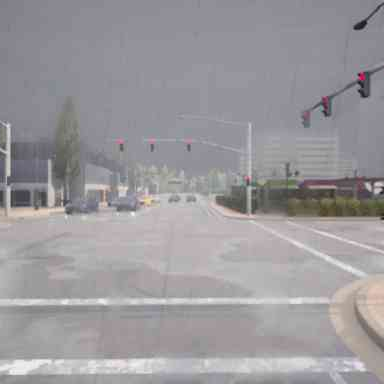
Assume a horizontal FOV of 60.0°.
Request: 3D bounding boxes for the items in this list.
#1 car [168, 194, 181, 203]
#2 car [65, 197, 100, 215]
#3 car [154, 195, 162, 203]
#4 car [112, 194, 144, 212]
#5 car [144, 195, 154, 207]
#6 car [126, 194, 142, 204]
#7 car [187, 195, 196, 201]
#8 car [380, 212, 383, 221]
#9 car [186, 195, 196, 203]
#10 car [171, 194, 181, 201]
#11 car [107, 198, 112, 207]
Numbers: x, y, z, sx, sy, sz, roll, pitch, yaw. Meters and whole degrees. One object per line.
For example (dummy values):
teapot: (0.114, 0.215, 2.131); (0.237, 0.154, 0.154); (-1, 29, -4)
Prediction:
car: (-3.626, 1.363, 65.125); (2.033, 1.411, 5.357); (0, 0, 0)
car: (-10.740, 1.262, 32.815); (2.097, 1.767, 4.553); (0, 0, 2)
car: (-7.144, 1.344, 64.475); (1.812, 1.442, 4.674); (0, 0, 1)
car: (-7.160, 1.246, 37.658); (2.097, 1.767, 4.553); (0, 0, 0)
car: (-7.175, 1.340, 48.882); (1.882, 1.535, 5.008); (0, 0, 0)
car: (-10.668, 1.182, 61.033); (2.097, 1.767, 4.553); (0, 0, 0)
car: (-0.146, 1.254, 75.437); (1.895, 1.301, 4.718); (0, 0, 0)
car: (15.200, 1.499, 22.580); (4.181, 1.385, 1.994); (0, 0, -2)
car: (-0.126, 1.307, 65.132); (2.128, 1.511, 4.902); (0, 0, 0)
car: (-3.646, 1.212, 75.398); (1.994, 1.385, 4.181); (0, 0, 0)
car: (-10.676, 1.357, 47.396); (2.128, 1.511, 4.902); (0, 0, 0)
